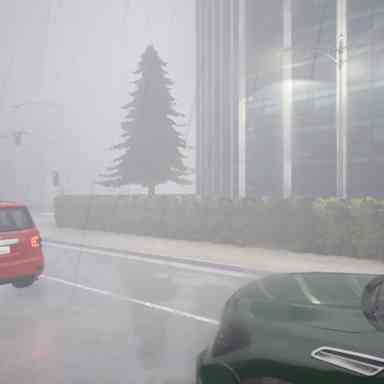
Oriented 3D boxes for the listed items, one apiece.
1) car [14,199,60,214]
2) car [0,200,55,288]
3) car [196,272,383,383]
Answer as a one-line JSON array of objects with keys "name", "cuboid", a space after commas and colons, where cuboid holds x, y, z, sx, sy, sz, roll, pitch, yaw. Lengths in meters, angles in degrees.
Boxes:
[{"name": "car", "cuboid": [-17.192, 1.564, 37.063, 1.994, 1.385, 4.181, 0, 0, 36]}, {"name": "car", "cuboid": [-5.778, 1.221, 8.059, 5.566, 2.045, 2.150, 0, 0, 38]}, {"name": "car", "cuboid": [2.688, 1.221, 2.073, 5.566, 2.045, 2.150, 0, 0, 36]}]
